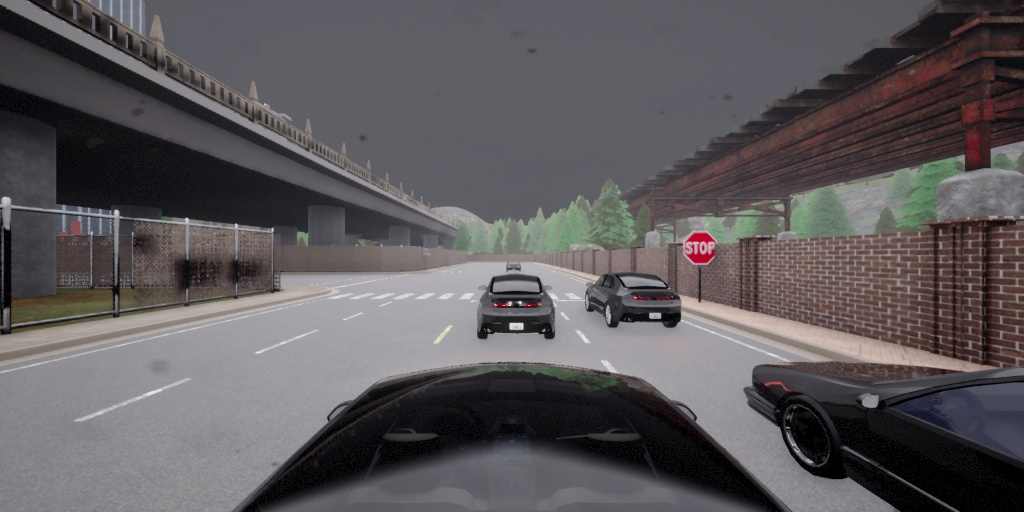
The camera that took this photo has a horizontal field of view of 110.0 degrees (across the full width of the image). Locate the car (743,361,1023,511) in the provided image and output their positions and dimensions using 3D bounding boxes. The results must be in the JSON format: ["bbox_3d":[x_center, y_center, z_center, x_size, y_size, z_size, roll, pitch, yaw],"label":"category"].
[{"bbox_3d":[3.600,1.297,1.668,2.033,1.411,5.357,0,0,0],"label":"car"}]

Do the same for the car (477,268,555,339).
[{"bbox_3d":[0.098,1.255,10.055,1.837,1.490,4.892,0,0,0],"label":"car"}]

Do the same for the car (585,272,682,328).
[{"bbox_3d":[3.600,1.255,11.414,1.837,1.490,4.892,0,0,0],"label":"car"}]

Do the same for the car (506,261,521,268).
[{"bbox_3d":[0.182,1.351,46.334,1.895,1.301,4.718,0,0,-1],"label":"car"}]
